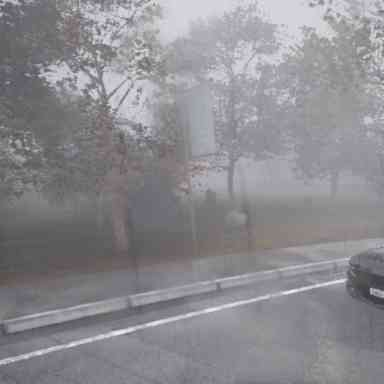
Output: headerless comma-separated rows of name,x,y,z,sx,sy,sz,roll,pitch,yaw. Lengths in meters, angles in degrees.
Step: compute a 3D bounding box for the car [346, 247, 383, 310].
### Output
car,5.304,1.393,6.705,5.008,1.535,1.882,0,1,-28
